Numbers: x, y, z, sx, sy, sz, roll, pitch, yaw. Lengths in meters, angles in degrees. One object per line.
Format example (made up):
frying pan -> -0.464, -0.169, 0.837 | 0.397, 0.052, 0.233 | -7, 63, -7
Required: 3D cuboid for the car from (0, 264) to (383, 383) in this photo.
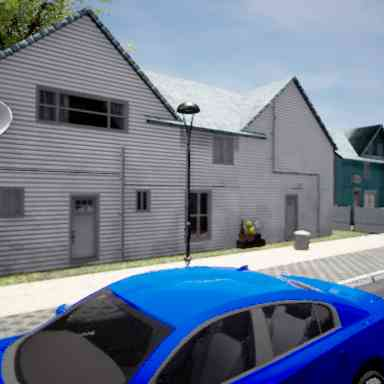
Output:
car -> -0.157, 1.485, 2.835 | 5.008, 1.535, 1.882 | 0, 0, -35
